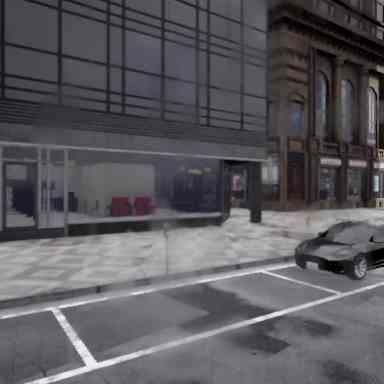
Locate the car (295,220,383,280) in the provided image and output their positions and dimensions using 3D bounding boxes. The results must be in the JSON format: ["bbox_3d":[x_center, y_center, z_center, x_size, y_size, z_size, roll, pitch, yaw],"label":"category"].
[{"bbox_3d":[4.926,1.521,9.741,4.313,1.339,1.947,0,0,-33],"label":"car"}]
